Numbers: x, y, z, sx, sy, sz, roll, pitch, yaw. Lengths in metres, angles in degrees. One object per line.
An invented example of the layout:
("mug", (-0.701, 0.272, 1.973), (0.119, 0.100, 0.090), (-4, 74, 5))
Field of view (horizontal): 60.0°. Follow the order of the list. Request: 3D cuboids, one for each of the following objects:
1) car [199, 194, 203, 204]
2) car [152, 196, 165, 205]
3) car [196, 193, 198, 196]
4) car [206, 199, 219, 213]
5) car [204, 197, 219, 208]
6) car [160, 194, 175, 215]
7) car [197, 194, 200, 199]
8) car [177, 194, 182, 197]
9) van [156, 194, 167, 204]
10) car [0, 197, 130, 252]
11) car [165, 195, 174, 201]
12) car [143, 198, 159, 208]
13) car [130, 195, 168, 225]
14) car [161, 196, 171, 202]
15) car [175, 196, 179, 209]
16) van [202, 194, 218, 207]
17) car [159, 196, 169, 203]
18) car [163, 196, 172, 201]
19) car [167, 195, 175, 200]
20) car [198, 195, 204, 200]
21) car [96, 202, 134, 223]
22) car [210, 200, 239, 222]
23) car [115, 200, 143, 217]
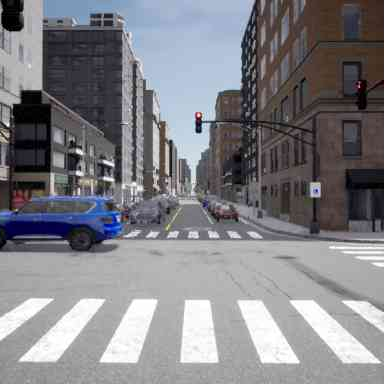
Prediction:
("car", (2.597, 1.329, 48.714), (2.192, 1.841, 5.009), (1, 0, 0))
("car", (-5.949, 1.461, 60.052), (1.967, 1.590, 4.097), (1, 0, 0))
("car", (2.539, 1.349, 82.754), (2.192, 1.841, 5.009), (1, 0, 0))
("car", (2.623, 1.589, 31.694), (1.802, 1.307, 4.206), (1, 0, 0))
("car", (2.613, 1.591, 37.367), (1.802, 1.307, 4.206), (1, 0, 0))
("car", (-3.154, 1.360, 33.932), (2.097, 1.767, 4.553), (0, 0, 0))
("car", (2.556, 1.593, 71.407), (1.947, 1.339, 4.313), (1, 0, 0))
("car", (-3.143, 1.509, 54.110), (2.128, 1.511, 4.902), (0, 0, 0))
("van", (-5.958, 1.365, 65.725), (1.690, 1.788, 3.998), (1, 0, 0))
("car", (-5.600, 1.201, 13.326), (5.566, 2.045, 2.150), (1, -1, 1))
("car", (-5.998, 1.603, 88.417), (1.947, 1.339, 4.313), (1, 0, 0))
("car", (-5.931, 1.596, 48.707), (1.802, 1.307, 4.206), (1, 0, 0))
("car", (-3.137, 1.358, 24.112), (2.097, 1.767, 4.553), (0, 0, 0))
("car", (-5.979, 1.582, 77.071), (2.008, 1.369, 4.403), (1, 0, 0))
("car", (-3.157, 1.576, 43.877), (1.994, 1.385, 4.181), (0, 0, 1))
("van", (2.606, 1.353, 43.041), (1.690, 1.788, 3.998), (1, 0, 0))
("car", (-5.969, 1.609, 71.398), (1.802, 1.307, 4.206), (1, 0, 0))
("car", (-5.989, 1.600, 82.744), (1.947, 1.339, 4.313), (1, 0, 0))
("car", (-6.007, 1.585, 94.089), (1.887, 1.381, 4.507), (1, 0, 0))
("car", (2.519, 1.565, 94.271), (1.752, 1.417, 4.829), (1, 0, 0))
("car", (-5.893, 1.551, 26.015), (1.887, 1.381, 4.507), (1, 0, 0))
("car", (2.633, 1.588, 26.020), (1.802, 1.307, 4.206), (1, 0, 0))
("car", (-5.902, 1.552, 31.688), (1.887, 1.381, 4.507), (1, 0, 0))
